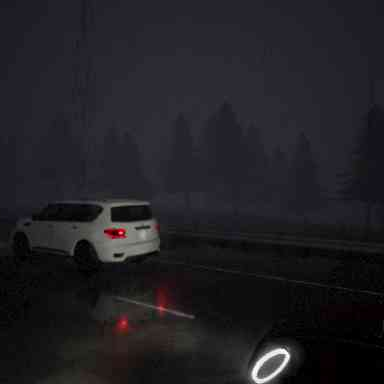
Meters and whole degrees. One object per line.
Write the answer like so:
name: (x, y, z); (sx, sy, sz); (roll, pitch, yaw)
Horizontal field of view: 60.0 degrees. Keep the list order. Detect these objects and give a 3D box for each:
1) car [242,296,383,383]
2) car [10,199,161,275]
car: (2.595, 1.358, 2.182); (4.553, 1.767, 2.097); (0, 0, 35)
car: (-3.554, 1.227, 10.703); (5.566, 2.045, 2.150); (0, 0, 35)
